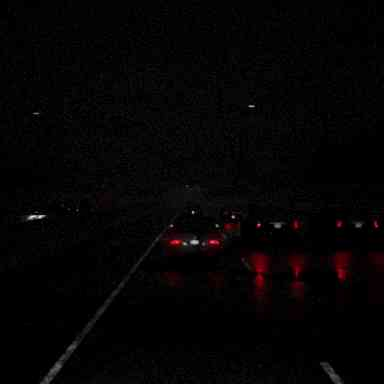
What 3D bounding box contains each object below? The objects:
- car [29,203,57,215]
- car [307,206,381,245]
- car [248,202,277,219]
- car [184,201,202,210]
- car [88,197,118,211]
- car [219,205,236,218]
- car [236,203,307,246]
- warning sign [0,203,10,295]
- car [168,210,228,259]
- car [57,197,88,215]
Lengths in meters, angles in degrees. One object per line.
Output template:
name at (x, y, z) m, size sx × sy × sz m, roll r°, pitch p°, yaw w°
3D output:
car at (-17.585, 1.980, 40.256) m, size 2.033 × 1.411 × 5.357 m, roll 0°, pitch -1°, yaw 0°
car at (7.095, 1.473, 16.272) m, size 2.097 × 1.767 × 4.553 m, roll 0°, pitch -1°, yaw 0°
car at (7.094, 1.820, 34.093) m, size 1.882 × 1.535 × 5.008 m, roll 0°, pitch -1°, yaw 0°
car at (0.101, 1.893, 33.131) m, size 1.994 × 1.385 × 4.181 m, roll 0°, pitch -1°, yaw 0°
car at (-10.583, 1.662, 40.884) m, size 2.150 × 2.045 × 5.566 m, roll 0°, pitch -1°, yaw 0°
car at (3.601, 1.903, 31.245) m, size 1.895 × 1.301 × 4.718 m, roll 0°, pitch -1°, yaw 0°
car at (3.594, 1.471, 16.041) m, size 2.097 × 1.767 × 4.553 m, roll 0°, pitch -1°, yaw 0°
warning sign at (-4.531, 1.154, 6.560) m, size 1.300 × 1.860 × 1.060 m, roll 1°, pitch 1°, yaw 0°
car at (0.090, 1.638, 12.865) m, size 2.033 × 1.411 × 5.357 m, roll 0°, pitch 0°, yaw 0°
car at (-14.084, 1.661, 40.828) m, size 2.150 × 2.045 × 5.566 m, roll 0°, pitch -1°, yaw 0°
